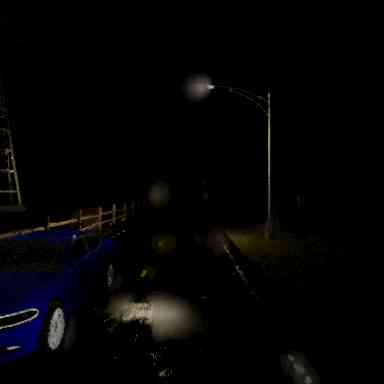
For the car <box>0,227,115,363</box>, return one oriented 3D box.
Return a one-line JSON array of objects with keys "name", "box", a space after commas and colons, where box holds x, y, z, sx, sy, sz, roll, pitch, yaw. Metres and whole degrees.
[{"name": "car", "box": [-2.831, 1.510, 6.321, 1.882, 1.535, 5.008, 0, 0, 0]}]
